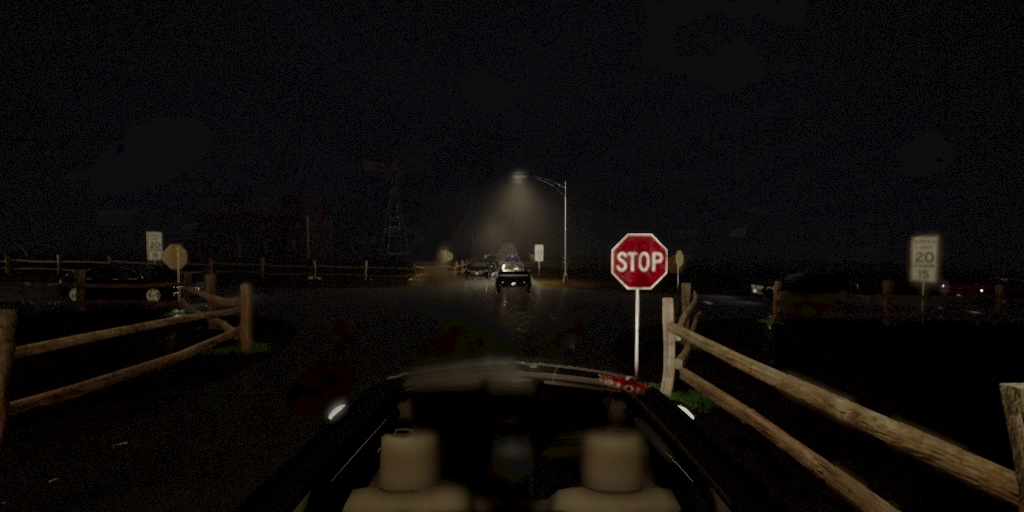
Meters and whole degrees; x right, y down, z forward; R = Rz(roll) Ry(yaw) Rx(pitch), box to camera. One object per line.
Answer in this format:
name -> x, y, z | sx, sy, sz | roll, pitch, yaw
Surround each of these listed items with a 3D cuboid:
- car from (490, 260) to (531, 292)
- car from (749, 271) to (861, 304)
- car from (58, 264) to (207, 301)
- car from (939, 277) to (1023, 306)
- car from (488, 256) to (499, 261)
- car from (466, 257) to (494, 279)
car -> 0.078, 1.210, 20.806 | 2.128, 1.511, 4.902 | 0, 0, 0
car -> 14.153, 1.465, 17.437 | 4.674, 1.442, 1.812 | 1, 2, 0
car -> -15.259, 1.085, 14.602 | 4.892, 1.490, 1.837 | 1, 2, -2
car -> 24.014, 1.703, 17.421 | 4.718, 1.301, 1.895 | 1, 2, 0
car -> -2.879, 1.026, 41.897 | 1.837, 1.490, 4.892 | 0, 1, 0
car -> -2.876, 1.142, 31.822 | 1.882, 1.535, 5.008 | 0, 1, 0
